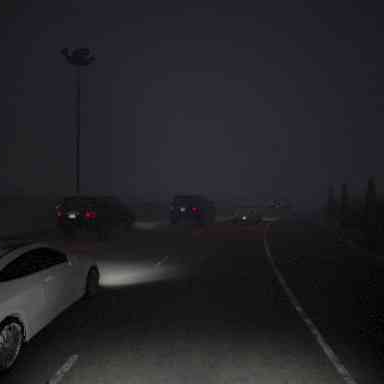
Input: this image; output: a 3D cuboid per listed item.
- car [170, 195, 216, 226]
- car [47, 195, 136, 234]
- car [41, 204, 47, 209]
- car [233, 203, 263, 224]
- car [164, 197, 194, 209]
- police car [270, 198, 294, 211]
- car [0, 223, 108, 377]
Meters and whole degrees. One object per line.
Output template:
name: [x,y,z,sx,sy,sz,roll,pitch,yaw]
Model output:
car: [0.156,1.201,23.579,2.150,2.045,5.566,0,0,16]
car: [-4.880,1.191,17.693,2.150,2.045,5.566,0,0,12]
car: [-12.119,1.286,31.692,2.097,1.767,4.553,0,0,19]
car: [4.204,1.516,24.683,1.812,1.442,4.674,0,0,17]
car: [-1.720,1.465,47.042,1.882,1.535,5.008,0,0,29]
police car: [11.091,1.502,40.756,2.038,1.542,4.974,0,0,29]
car: [-3.054,1.511,5.423,1.812,1.442,4.674,0,0,4]
